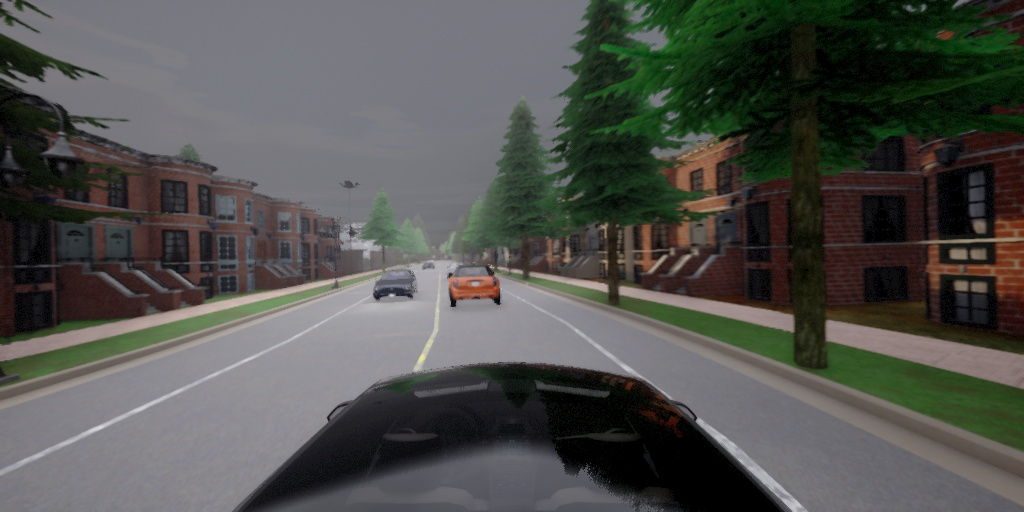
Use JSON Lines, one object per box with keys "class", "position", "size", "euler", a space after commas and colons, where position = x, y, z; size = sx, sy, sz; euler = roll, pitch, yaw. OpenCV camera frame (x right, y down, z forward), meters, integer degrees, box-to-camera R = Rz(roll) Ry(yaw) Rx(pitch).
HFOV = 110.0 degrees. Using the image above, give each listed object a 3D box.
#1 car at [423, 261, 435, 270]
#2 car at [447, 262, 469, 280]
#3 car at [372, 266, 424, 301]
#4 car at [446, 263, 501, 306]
{"class": "car", "position": [-13.962, 1.595, 60.302], "size": [1.994, 1.385, 4.181], "euler": [-2, 0, -10]}
{"class": "car", "position": [-5.184, 1.364, 34.154], "size": [1.812, 1.442, 4.674], "euler": [-2, 0, -11]}
{"class": "car", "position": [-6.003, 1.430, 19.016], "size": [2.033, 1.411, 5.357], "euler": [-2, 0, -11]}
{"class": "car", "position": [-1.807, 1.127, 16.341], "size": [2.097, 1.767, 4.553], "euler": [-2, 0, -10]}
